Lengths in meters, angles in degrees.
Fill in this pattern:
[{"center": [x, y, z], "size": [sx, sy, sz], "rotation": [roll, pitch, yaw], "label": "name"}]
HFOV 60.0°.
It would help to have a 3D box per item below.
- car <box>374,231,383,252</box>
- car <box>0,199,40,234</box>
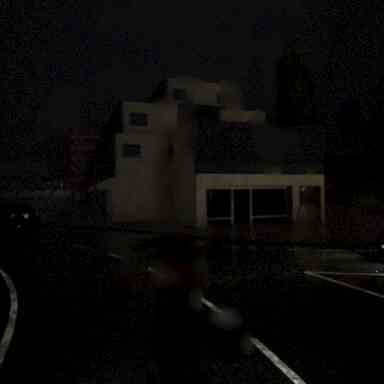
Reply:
[{"center": [8.369, 1.398, 10.655], "size": [4.674, 1.442, 1.812], "rotation": [-1, 0, -4], "label": "car"}, {"center": [-11.419, 1.454, 19.984], "size": [4.553, 1.767, 2.097], "rotation": [-1, 0, 25], "label": "car"}]
